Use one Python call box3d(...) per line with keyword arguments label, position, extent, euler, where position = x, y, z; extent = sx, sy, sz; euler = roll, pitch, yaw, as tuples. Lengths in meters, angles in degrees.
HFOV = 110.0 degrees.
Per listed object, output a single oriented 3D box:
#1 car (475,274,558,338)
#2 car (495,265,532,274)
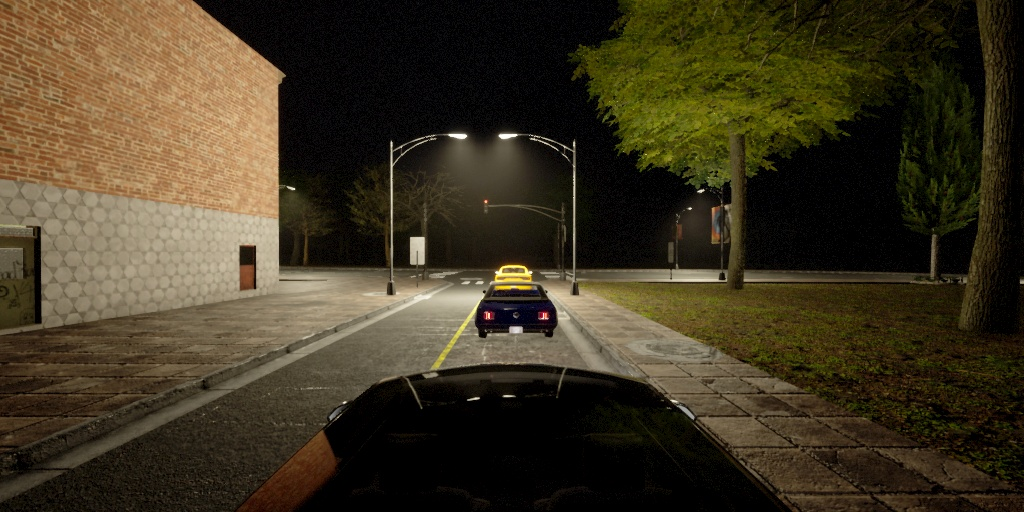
box3d(label="car", position=(0.094, 1.356, 10.174), extent=(1.895, 1.301, 4.718), euler=(0, 0, 0))
box3d(label="car", position=(0.091, 1.255, 19.519), extent=(1.882, 1.535, 5.008), euler=(0, 0, 1))
